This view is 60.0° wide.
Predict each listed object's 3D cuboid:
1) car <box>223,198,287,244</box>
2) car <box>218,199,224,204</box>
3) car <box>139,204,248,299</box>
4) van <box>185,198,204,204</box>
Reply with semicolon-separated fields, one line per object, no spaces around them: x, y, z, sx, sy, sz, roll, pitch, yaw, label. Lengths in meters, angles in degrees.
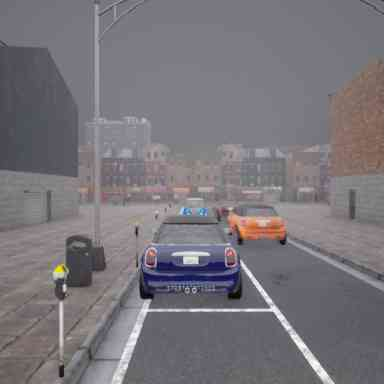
2.902;1.354;15.841;2.097;1.767;4.553;0;0;-1;car
2.910;1.356;27.282;2.097;1.767;4.553;0;0;0;car
-0.036;1.352;8.608;2.097;1.767;4.553;0;0;0;car
0.190;1.345;25.487;1.690;1.788;3.998;-1;0;0;van
